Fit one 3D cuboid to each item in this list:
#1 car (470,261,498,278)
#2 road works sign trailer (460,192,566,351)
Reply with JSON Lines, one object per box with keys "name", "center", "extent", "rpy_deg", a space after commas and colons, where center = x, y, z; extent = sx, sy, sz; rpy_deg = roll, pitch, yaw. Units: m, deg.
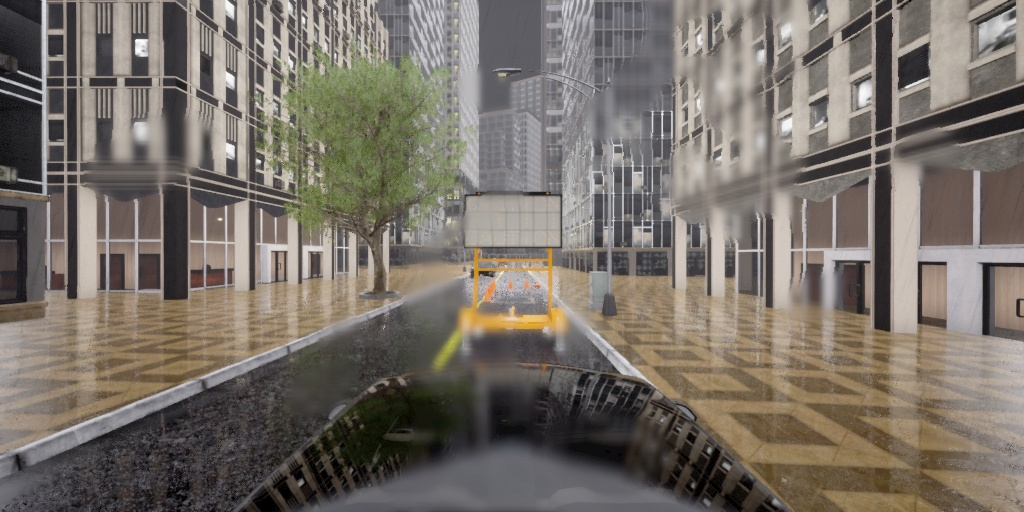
{"name": "car", "center": [-2.724, 1.121, 33.729], "extent": [2.097, 1.767, 4.553], "rpy_deg": [0, 0, 0]}
{"name": "road works sign trailer", "center": [0.032, 0.214, 8.949], "extent": [2.380, 3.560, 2.880], "rpy_deg": [0, 0, 0]}
